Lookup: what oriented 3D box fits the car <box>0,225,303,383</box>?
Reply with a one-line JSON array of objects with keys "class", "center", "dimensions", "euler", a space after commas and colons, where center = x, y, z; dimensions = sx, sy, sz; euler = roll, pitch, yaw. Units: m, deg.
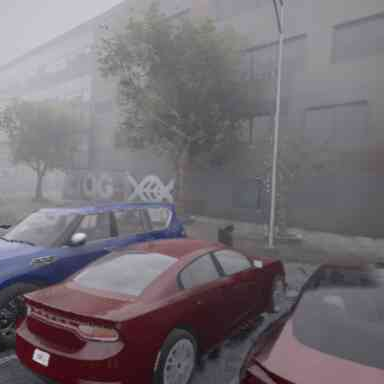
[{"class": "car", "center": [-0.083, 1.490, 5.339], "dimensions": [2.097, 1.535, 5.008], "euler": [-1, 0, 35]}]

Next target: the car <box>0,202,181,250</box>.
[{"class": "car", "center": [-2.327, 1.266, 6.905], "dimensions": [2.435, 2.045, 5.566], "euler": [-1, 0, 35]}]
